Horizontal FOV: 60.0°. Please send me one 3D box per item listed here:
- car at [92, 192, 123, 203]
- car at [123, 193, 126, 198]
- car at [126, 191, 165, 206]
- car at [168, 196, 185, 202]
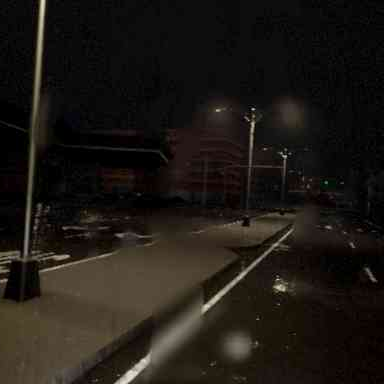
[{"bbox_3d":[-11.559,0.747,44.608,1.970,1.475,3.806,4,0,22],"label":"car"},{"bbox_3d":[-13.136,0.561,71.371,4.553,1.767,2.097,4,0,21],"label":"car"},{"bbox_3d":[-5.943,0.941,43.181,2.242,1.667,4.611,4,0,22],"label":"car"},{"bbox_3d":[-3.875,1.389,67.826,4.718,1.301,1.895,4,0,21],"label":"car"}]
